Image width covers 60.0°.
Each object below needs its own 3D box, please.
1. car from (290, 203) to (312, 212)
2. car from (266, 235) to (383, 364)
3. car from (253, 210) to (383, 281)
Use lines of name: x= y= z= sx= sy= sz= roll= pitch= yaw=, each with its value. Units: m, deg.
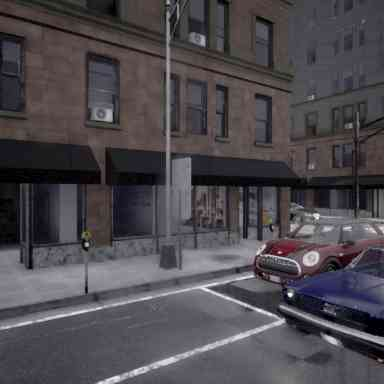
car: x=7.101 y=1.537 z=24.645 sx=2.128 sy=1.511 sz=4.902 roll=0 pitch=0 yaw=-35
car: x=3.640 y=1.601 z=5.523 sx=4.718 sy=1.301 sz=1.895 roll=0 pitch=0 yaw=-34
car: x=3.494 y=1.440 z=8.692 sx=4.097 sy=1.590 sz=1.967 roll=0 pitch=0 yaw=-36
